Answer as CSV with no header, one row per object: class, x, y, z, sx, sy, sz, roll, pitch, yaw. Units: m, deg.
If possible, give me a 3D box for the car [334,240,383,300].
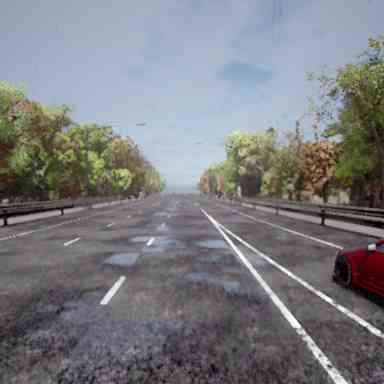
car,4.620,1.535,6.597,1.994,1.385,4.181,0,0,-5
